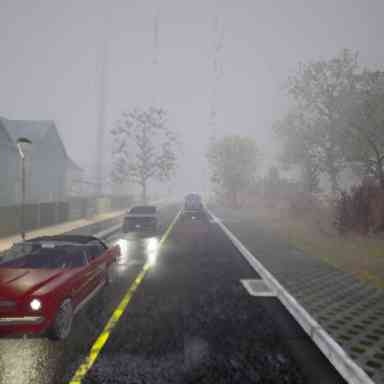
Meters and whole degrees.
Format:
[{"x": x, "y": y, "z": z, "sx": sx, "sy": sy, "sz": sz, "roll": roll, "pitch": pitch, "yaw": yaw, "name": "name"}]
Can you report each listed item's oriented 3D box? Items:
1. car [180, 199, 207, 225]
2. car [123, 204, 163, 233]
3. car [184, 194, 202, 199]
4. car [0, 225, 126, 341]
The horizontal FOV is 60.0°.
[{"x": 0.107, "y": 1.510, "z": 24.494, "sx": 2.128, "sy": 1.511, "sz": 4.902, "roll": 0, "pitch": 0, "yaw": 0, "name": "car"}, {"x": -2.815, "y": 1.493, "z": 19.801, "sx": 1.882, "sy": 1.535, "sz": 5.008, "roll": 0, "pitch": 0, "yaw": 0, "name": "car"}, {"x": 0.114, "y": 1.255, "z": 43.391, "sx": 2.150, "sy": 2.045, "sz": 5.566, "roll": 0, "pitch": 0, "yaw": 0, "name": "car"}, {"x": -2.817, "y": 1.606, "z": 6.629, "sx": 1.895, "sy": 1.301, "sz": 4.718, "roll": 0, "pitch": 0, "yaw": 0, "name": "car"}]
